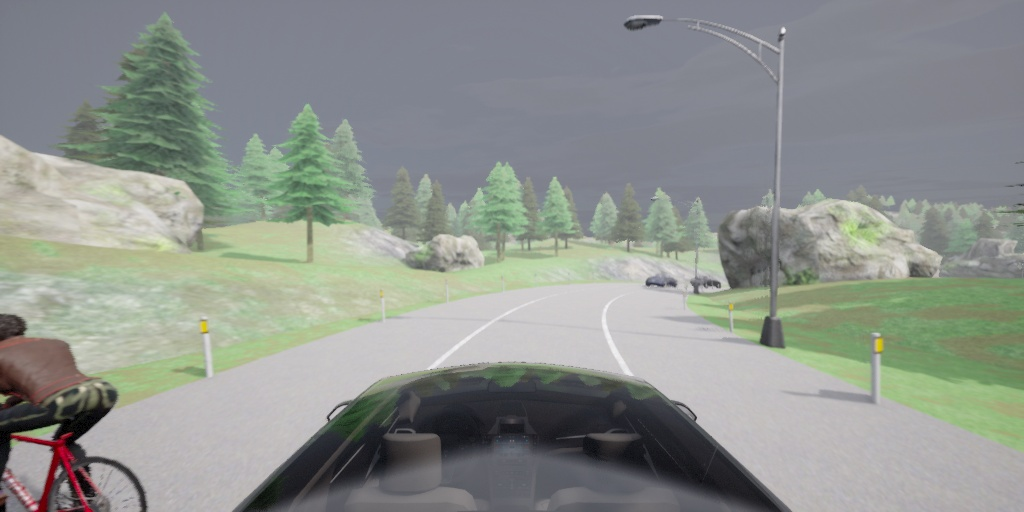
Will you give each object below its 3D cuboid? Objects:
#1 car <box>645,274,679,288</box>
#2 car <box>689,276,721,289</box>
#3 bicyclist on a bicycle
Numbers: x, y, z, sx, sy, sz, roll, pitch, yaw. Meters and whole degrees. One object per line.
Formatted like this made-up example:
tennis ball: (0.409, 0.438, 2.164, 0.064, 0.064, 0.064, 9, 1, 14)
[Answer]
car: (15.651, 2.572, 37.303, 4.181, 1.385, 1.994, 5, -2, -43)
car: (23.912, 3.202, 44.267, 4.902, 1.511, 2.128, 5, -1, -35)
bicyclist on a bicycle: (-3.185, 1.198, 2.346, 1.656, 1.620, 0.582, -2, 0, 2)
